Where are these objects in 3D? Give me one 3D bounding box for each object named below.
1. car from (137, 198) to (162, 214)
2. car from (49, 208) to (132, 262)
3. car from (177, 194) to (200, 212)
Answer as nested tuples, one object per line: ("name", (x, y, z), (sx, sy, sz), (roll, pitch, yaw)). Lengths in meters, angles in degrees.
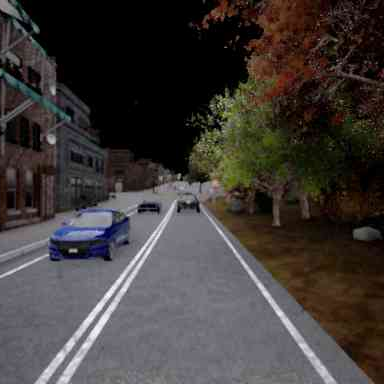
("car", (-3.741, 1.244, 30.008), (1.895, 1.301, 4.718), (0, 1, -1))
("car", (-3.432, 1.378, 12.027), (1.882, 1.535, 5.008), (0, 1, -1))
("car", (-0.377, 0.944, 32.797), (2.097, 1.767, 4.553), (0, 1, -1))
